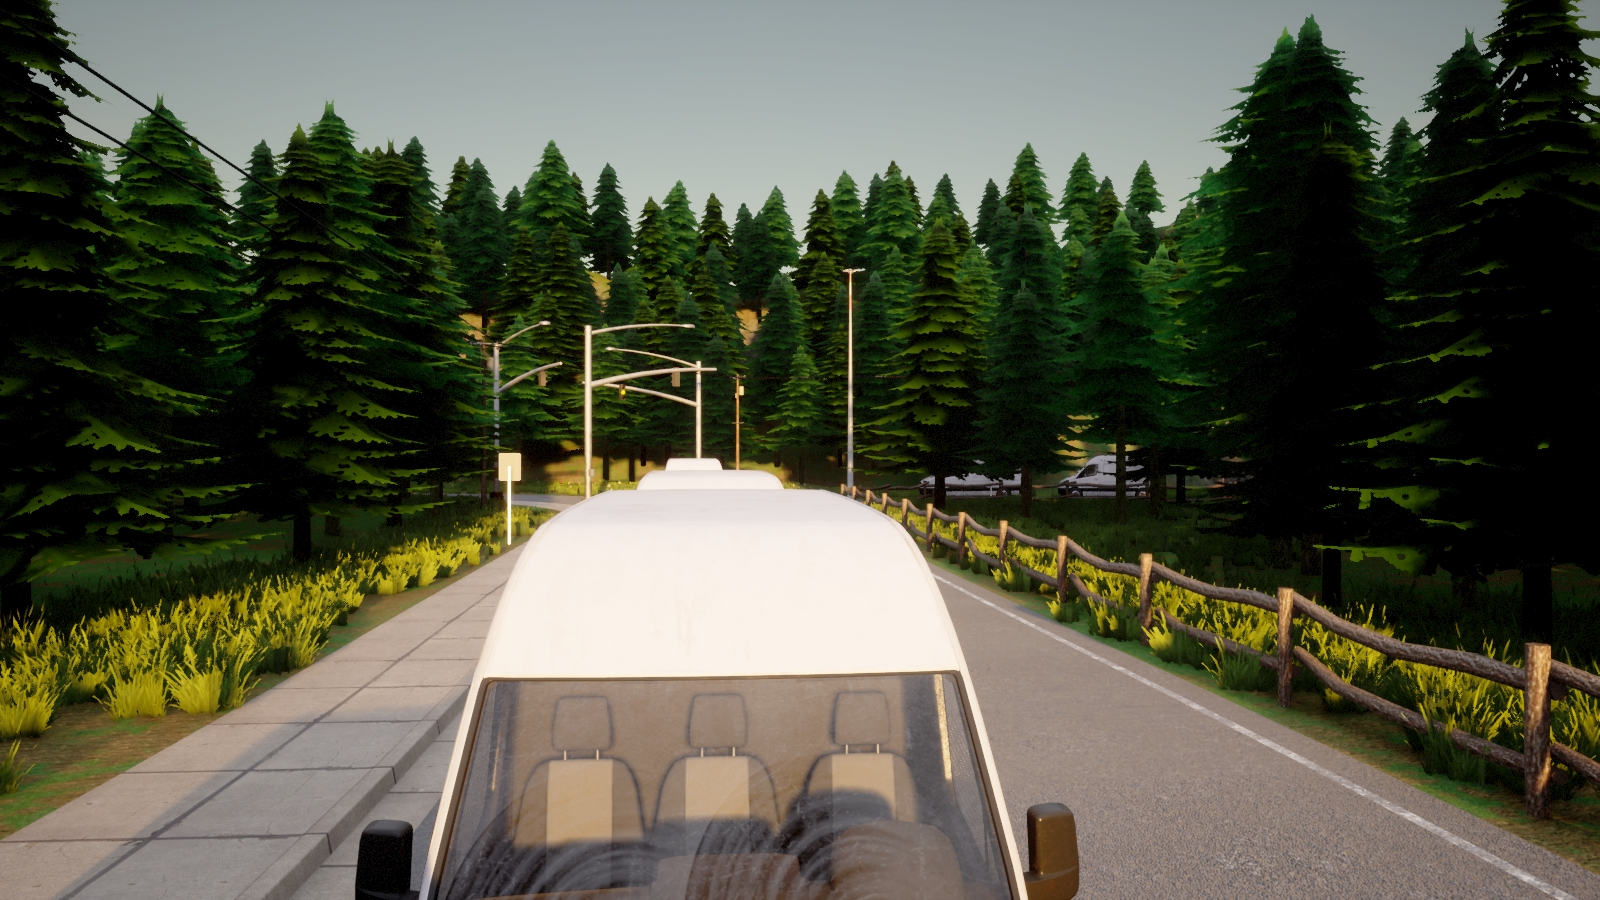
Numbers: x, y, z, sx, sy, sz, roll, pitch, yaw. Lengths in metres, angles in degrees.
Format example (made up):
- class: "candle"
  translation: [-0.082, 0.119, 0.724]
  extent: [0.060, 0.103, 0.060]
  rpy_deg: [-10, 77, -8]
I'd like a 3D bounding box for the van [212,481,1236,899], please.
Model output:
- class: "van"
  translation: [-0.350, 1.499, 5.170]
  extent: [1.988, 2.561, 5.915]
  rpy_deg: [0, 0, -5]
